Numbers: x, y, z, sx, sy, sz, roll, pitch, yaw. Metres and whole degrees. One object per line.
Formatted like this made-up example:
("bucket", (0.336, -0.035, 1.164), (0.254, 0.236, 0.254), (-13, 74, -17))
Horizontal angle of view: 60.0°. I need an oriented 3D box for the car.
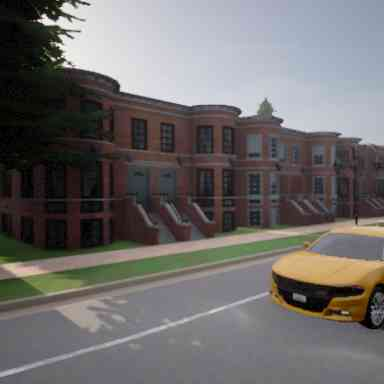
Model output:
("car", (3.710, 1.514, 7.235), (5.008, 1.535, 1.882), (0, 0, -40))
